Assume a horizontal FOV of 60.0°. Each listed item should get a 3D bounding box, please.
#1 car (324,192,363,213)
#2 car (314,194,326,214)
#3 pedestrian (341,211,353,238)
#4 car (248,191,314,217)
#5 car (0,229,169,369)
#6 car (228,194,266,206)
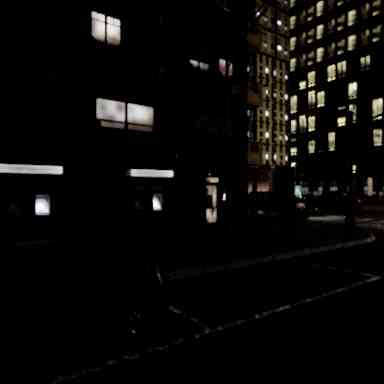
[{"bbox_3d":[13.094,0.868,30.730,2.192,1.841,5.009,1,0,-36],"label":"car"},{"bbox_3d":[8.171,1.068,27.624,1.837,1.490,4.892,0,1,-36],"label":"car"},{"bbox_3d":[6.788,1.067,14.472,0.375,1.860,0.375,0,0,-36],"label":"pedestrian"},{"bbox_3d":[6.364,0.896,25.738,2.192,1.841,5.009,1,0,-36],"label":"car"},{"bbox_3d":[-2.456,1.436,4.806,4.097,1.590,1.967,0,0,-36],"label":"car"},{"bbox_3d":[6.544,0.911,39.689,1.947,1.339,4.313,1,0,-36],"label":"car"}]
